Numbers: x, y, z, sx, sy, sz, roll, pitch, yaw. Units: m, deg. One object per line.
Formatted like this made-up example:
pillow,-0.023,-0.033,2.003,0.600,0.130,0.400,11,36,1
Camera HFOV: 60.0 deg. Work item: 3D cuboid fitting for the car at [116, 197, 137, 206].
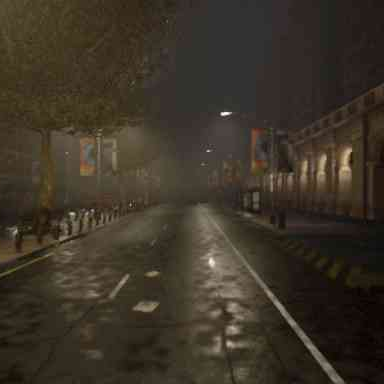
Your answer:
car,-11.638,1.783,59.035,2.128,1.511,4.902,0,0,0

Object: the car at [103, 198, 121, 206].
car,-15.136,1.863,63.071,2.033,1.411,5.357,0,0,0

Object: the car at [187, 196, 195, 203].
car,-0.186,1.863,85.168,1.882,1.535,5.008,0,0,0

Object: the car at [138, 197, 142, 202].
car,-11.651,1.817,69.746,1.882,1.535,5.008,0,0,0

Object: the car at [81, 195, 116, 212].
car,-11.674,1.438,41.961,2.150,2.045,5.566,0,-1,0

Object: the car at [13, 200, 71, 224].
car,-11.653,1.621,26.289,1.882,1.535,5.008,0,0,0

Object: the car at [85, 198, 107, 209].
car,-15.117,1.761,52.700,2.128,1.511,4.902,0,0,0

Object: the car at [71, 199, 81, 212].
car,-15.173,1.704,43.198,1.882,1.535,5.008,0,0,1

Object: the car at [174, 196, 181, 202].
car,-3.685,1.892,85.023,1.837,1.490,4.892,0,0,0

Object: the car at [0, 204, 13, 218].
car,-18.249,1.720,29.941,2.033,1.411,5.357,0,0,34

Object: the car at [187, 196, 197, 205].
car,-0.052,1.815,63.995,1.812,1.442,4.674,0,0,0

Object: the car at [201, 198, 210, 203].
car,3.080,1.941,77.861,1.895,1.301,4.718,0,0,0
